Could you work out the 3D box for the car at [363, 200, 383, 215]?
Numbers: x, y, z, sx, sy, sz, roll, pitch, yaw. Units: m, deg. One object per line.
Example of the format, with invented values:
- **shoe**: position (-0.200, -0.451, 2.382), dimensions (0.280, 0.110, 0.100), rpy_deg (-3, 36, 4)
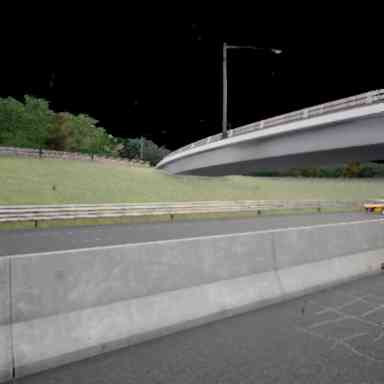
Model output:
- **car**: position (20.459, 1.577, 35.936), dimensions (5.008, 1.535, 1.882), rpy_deg (1, 0, -36)
